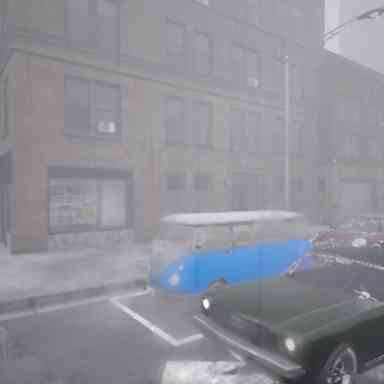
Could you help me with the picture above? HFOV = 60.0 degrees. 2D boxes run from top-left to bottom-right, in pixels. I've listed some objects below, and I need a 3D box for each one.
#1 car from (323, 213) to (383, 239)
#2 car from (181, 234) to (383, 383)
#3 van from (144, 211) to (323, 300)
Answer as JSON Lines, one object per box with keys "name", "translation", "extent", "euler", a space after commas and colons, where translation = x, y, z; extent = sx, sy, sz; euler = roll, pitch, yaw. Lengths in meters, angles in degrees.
{"name": "car", "translation": [5.566, 1.437, 10.733], "extent": [4.097, 1.590, 1.967], "euler": [0, 0, -35]}
{"name": "car", "translation": [2.380, 1.600, 5.073], "extent": [4.718, 1.301, 1.895], "euler": [0, 0, -33]}
{"name": "van", "translation": [0.950, 1.340, 7.442], "extent": [3.998, 1.788, 1.690], "euler": [0, 0, -35]}
